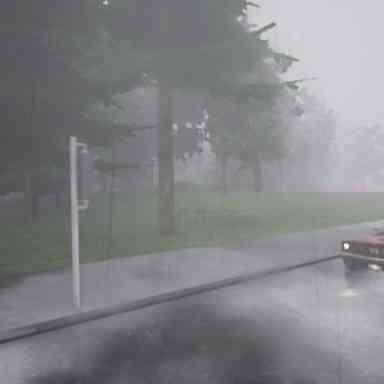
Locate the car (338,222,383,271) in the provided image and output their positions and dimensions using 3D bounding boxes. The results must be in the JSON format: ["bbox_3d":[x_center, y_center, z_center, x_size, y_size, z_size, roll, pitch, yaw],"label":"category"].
[{"bbox_3d":[6.063,1.413,9.131,4.718,1.301,1.895,-1,1,-37],"label":"car"}]
